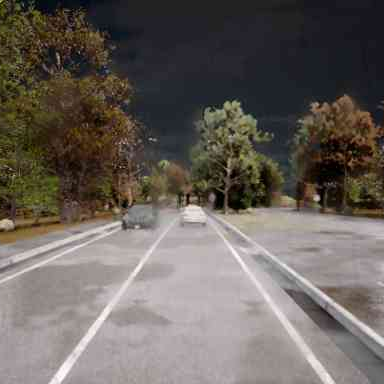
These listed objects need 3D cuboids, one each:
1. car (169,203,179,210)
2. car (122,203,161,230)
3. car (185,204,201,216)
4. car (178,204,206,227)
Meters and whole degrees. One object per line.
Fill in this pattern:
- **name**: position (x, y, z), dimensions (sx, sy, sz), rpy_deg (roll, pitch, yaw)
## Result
- **car**: position (-3.242, 2.902, 64.268), dimensions (1.837, 1.490, 4.892), rpy_deg (0, -5, 1)
- **car**: position (-3.341, 1.592, 22.591), dimensions (2.097, 1.767, 4.553), rpy_deg (0, -1, 0)
- **car**: position (0.113, 2.286, 43.014), dimensions (1.882, 1.535, 5.008), rpy_deg (0, -2, 0)
- **car**: position (0.108, 1.829, 25.547), dimensions (1.812, 1.442, 4.674), rpy_deg (0, -1, 0)
